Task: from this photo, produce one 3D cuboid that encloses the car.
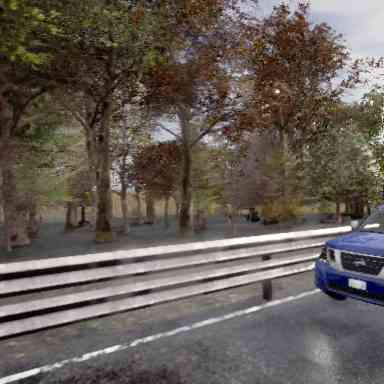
[{"bbox_3d":[5.081,1.240,7.312,5.566,2.045,2.150,0,0,-36],"label":"car"}]
